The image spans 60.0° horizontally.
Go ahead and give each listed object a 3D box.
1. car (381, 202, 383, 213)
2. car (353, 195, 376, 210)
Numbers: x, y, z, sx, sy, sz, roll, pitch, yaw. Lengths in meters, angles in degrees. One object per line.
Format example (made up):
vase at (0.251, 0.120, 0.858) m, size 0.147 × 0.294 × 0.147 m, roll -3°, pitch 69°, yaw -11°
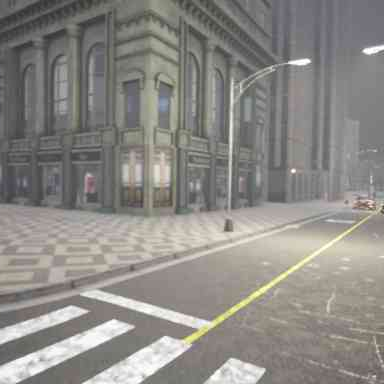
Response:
car at (20.962, 1.461, 34.687) m, size 1.837 × 1.490 × 4.892 m, roll 2°, pitch 1°, yaw 34°
car at (20.873, 1.184, 40.131) m, size 2.097 × 1.767 × 4.553 m, roll 2°, pitch 2°, yaw 33°
